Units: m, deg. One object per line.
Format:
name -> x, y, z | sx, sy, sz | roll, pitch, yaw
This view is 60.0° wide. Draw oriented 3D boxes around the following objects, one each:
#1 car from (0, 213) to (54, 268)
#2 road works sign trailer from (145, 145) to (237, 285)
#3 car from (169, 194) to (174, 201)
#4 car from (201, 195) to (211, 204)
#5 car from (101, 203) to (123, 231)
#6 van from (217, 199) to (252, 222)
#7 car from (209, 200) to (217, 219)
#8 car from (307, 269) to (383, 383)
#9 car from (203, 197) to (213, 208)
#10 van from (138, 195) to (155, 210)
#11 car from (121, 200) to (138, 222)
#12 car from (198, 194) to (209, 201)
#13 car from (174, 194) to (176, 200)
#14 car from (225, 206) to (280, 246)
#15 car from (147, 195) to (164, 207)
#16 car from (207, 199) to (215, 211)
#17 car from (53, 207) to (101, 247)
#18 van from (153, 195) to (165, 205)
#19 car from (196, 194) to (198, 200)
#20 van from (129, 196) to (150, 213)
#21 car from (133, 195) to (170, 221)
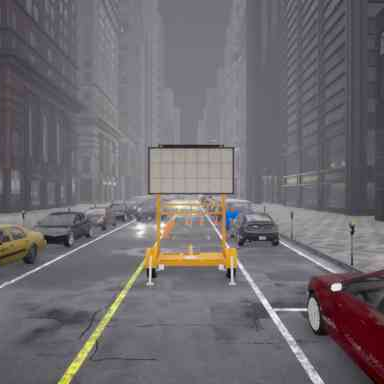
car -> -5.785, 1.526, 9.233 | 1.752, 1.417, 4.829 | 0, 0, 0
road works sign trailer -> -0.021, 0.465, 9.456 | 2.380, 3.560, 2.880 | 0, 0, 0
car -> -5.943, 1.615, 77.042 | 1.887, 1.381, 4.507 | 0, 0, 0
car -> 2.648, 1.575, 48.894 | 1.887, 1.381, 4.507 | 0, 0, 0
car -> -5.811, 1.587, 20.677 | 1.802, 1.307, 4.206 | 0, 0, 0
van -> 2.713, 1.347, 20.713 | 1.690, 1.788, 3.998 | 0, 0, 0
car -> 2.700, 1.560, 26.349 | 2.008, 1.369, 4.403 | 0, 0, 0
car -> 2.753, 1.545, 3.804 | 1.887, 1.381, 4.507 | 0, 0, 0
car -> 2.674, 1.569, 37.622 | 2.008, 1.369, 4.403 | 0, 0, 0
van -> -5.865, 1.365, 43.223 | 1.690, 1.788, 3.998 | 0, 0, 0
car -> -5.825, 1.575, 26.313 | 1.947, 1.339, 4.313 | 0, 0, 0
car -> 2.621, 1.359, 60.167 | 2.192, 1.841, 5.009 | 0, 0, 0
car -> -5.969, 1.658, 88.315 | 1.947, 1.339, 4.313 | 0, 0, 0
car -> 2.727, 1.554, 15.077 | 2.008, 1.369, 4.403 | 0, 0, 0
car -> -5.891, 1.352, 54.496 | 2.192, 1.841, 5.009 | 0, 0, 0
car -> 2.687, 1.595, 31.986 | 1.802, 1.307, 4.206 | 0, 0, 0
car -> -5.798, 1.569, 15.040 | 1.947, 1.339, 4.313 | 0, 0, 0
van -> -5.904, 1.385, 60.132 | 1.690, 1.788, 3.998 | 0, 0, 0
car -> 2.568, 1.607, 82.882 | 1.752, 1.417, 4.829 | 0, 0, 0
van -> -5.851, 1.360, 37.587 | 1.690, 1.788, 3.998 | 0, 0, 0
car -> -3.162, 1.361, 26.931 | 2.097, 1.767, 4.553 | 0, 0, 0
